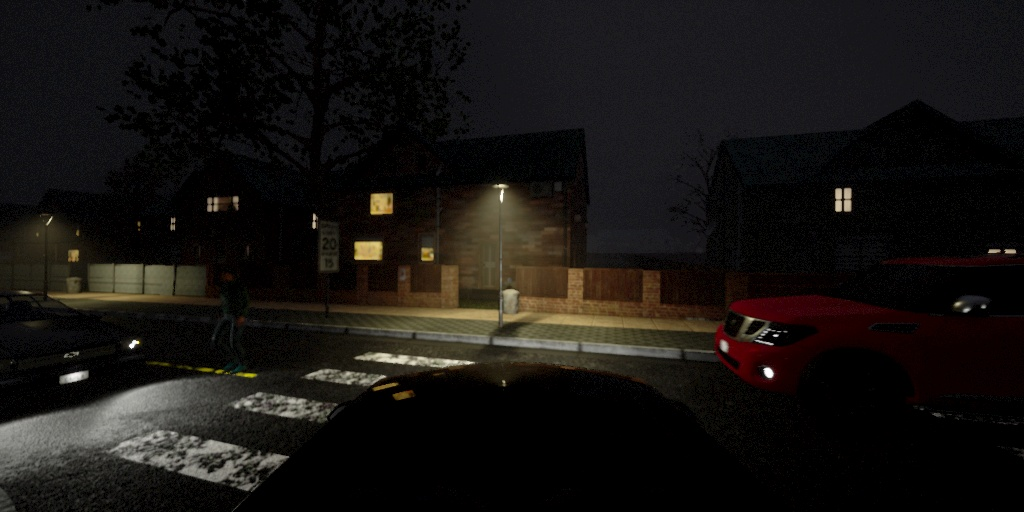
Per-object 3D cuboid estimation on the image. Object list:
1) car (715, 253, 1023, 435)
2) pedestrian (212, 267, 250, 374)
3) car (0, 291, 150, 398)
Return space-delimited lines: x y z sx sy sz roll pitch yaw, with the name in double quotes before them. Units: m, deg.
"car" 5.763 0.972 4.453 5.566 2.045 2.150 0 0 17
"pedestrian" -4.711 1.043 6.006 0.375 1.860 0.375 0 0 17
"car" -8.602 1.292 5.738 5.357 1.411 2.033 0 -1 17
